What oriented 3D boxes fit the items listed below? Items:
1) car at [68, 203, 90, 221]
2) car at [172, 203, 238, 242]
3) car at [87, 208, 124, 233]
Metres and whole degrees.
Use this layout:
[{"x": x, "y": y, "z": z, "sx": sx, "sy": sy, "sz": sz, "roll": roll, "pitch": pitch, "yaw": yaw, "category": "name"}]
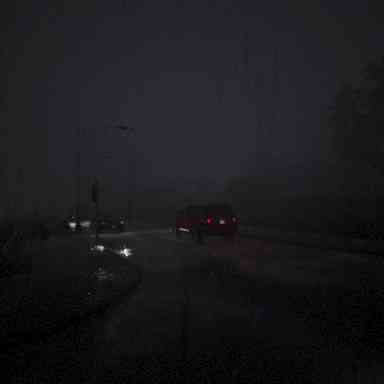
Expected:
[{"x": -13.657, "y": 2.377, "z": 40.095, "sx": 2.150, "sy": 2.045, "sz": 5.566, "roll": 0, "pitch": 0, "yaw": -26, "category": "car"}, {"x": 0.570, "y": 1.685, "z": 19.348, "sx": 2.150, "sy": 2.045, "sz": 5.566, "roll": 0, "pitch": -1, "yaw": -22, "category": "car"}, {"x": -6.556, "y": 2.234, "z": 25.469, "sx": 1.812, "sy": 1.442, "sz": 4.674, "roll": 0, "pitch": -1, "yaw": -26, "category": "car"}]
